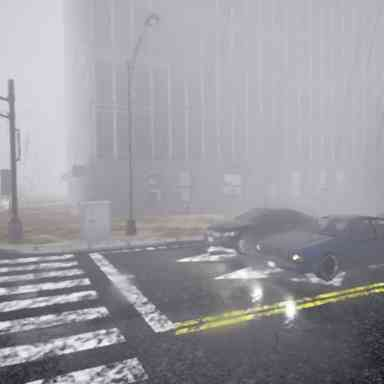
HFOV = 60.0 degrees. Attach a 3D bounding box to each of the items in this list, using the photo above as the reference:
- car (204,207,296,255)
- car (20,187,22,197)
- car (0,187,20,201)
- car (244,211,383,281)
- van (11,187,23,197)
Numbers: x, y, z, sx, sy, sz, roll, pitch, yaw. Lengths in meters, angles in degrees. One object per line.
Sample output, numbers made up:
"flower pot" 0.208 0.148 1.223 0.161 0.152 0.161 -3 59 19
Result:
"car" 2.688 1.293 12.152 4.674 1.442 1.812 0 1 -27
"car" -28.212 0.328 51.927 1.967 1.590 4.097 -2 2 -24
"car" -26.001 0.306 46.859 2.192 1.841 5.009 -2 2 -24
"car" 4.347 1.370 9.354 5.357 1.411 2.033 0 1 -26
"van" -32.639 0.023 62.053 1.690 1.788 3.998 -2 2 -24
